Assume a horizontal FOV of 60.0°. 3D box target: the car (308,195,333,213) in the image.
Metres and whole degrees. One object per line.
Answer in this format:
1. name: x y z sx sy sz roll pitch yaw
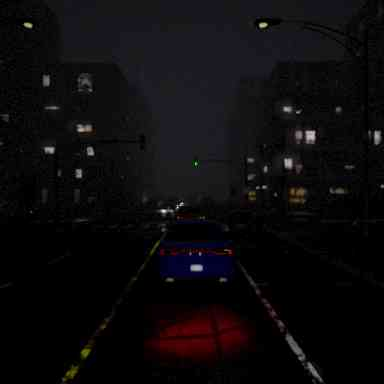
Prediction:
1. car: 14.536 1.273 32.945 4.892 1.490 1.837 -1 0 1

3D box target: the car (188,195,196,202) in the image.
1. car: -0.025 1.692 87.772 1.882 1.535 5.008 0 0 0

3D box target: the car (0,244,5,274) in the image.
1. car: -5.742 1.596 7.169 1.802 1.307 4.206 0 0 0

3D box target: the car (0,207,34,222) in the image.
1. car: -16.683 1.946 29.461 4.718 1.301 1.895 -1 0 0

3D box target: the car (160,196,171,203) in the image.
1. car: -5.711 1.609 71.923 1.967 1.590 4.097 0 0 0

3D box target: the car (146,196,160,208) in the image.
1. car: -5.704 1.676 49.193 1.947 1.339 4.313 0 0 0

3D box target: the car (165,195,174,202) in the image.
1. car: -5.715 1.641 83.289 1.967 1.590 4.097 0 0 0

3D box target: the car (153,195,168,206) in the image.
1. car: -5.708 1.454 60.559 2.192 1.841 5.009 0 0 0

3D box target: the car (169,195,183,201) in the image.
1. car: -3.095 1.479 56.044 2.097 1.767 4.553 0 0 0

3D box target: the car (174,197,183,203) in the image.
1. car: -3.023 1.768 75.891 1.895 1.301 4.718 0 0 0

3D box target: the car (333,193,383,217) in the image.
1. car: 14.687 1.081 27.138 5.009 1.841 2.192 -1 1 -1

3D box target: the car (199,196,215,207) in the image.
1. car: 2.674 1.564 54.880 1.967 1.590 4.097 0 0 0

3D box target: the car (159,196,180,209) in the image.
1. car: -3.093 1.651 46.562 2.033 1.411 5.357 0 0 0

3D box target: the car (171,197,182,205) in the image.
1. car: -3.030 1.753 65.552 1.895 1.301 4.718 0 0 0

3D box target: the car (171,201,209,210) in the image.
1. car: -0.208 1.564 20.870 1.812 1.442 4.674 0 0 -4

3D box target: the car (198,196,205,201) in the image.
1. car: 2.662 1.785 94.657 2.008 1.369 4.403 0 0 0

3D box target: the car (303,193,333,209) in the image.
1. car: 14.550 1.083 35.516 5.009 1.841 2.192 -1 1 -1

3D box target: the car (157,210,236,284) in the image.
1. car: 0.100 1.497 9.673 1.882 1.535 5.008 0 0 0

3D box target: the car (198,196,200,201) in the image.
1. car: 2.672 1.578 60.563 1.967 1.590 4.097 0 0 0

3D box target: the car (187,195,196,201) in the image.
1. car: -0.021 1.541 77.907 2.097 1.767 4.553 0 0 0

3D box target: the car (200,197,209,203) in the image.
1. car: 2.669 1.751 71.927 1.802 1.307 4.206 0 0 0

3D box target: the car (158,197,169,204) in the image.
1. car: -5.710 1.678 66.070 1.752 1.417 4.829 0 0 0
